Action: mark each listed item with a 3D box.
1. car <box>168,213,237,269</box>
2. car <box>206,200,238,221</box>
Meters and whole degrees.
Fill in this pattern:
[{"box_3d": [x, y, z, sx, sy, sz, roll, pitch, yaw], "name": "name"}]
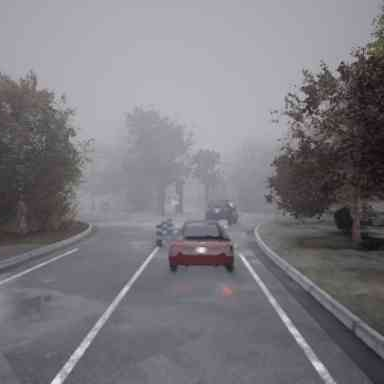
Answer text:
[{"box_3d": [0.324, 1.624, 11.364, 1.994, 1.385, 4.181, 0, -1, 2], "name": "car"}, {"box_3d": [2.654, 1.696, 28.924, 2.150, 2.045, 5.566, -1, -2, 14], "name": "car"}]
